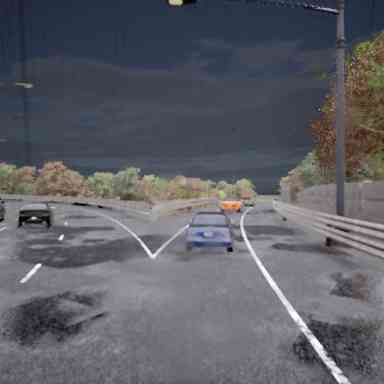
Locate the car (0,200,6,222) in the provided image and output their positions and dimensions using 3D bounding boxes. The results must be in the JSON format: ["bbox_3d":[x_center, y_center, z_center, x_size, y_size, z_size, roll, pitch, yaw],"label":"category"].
[{"bbox_3d":[-14.126,1.163,22.469,2.150,2.045,5.566,0,0,-22],"label":"car"}]

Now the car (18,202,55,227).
[{"bbox_3d":[-10.394,1.430,22.423,1.882,1.535,5.008,0,0,-20],"label":"car"}]

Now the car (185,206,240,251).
[{"bbox_3d":[0.795,1.537,14.108,2.033,1.411,5.357,0,0,5],"label":"car"}]

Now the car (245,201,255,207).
[{"bbox_3d":[12.564,2.647,72.732,1.994,1.385,4.181,0,-4,14],"label":"car"}]

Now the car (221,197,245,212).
[{"bbox_3d":[4.505,1.332,37.647,2.097,1.767,4.553,0,0,12],"label":"car"}]
